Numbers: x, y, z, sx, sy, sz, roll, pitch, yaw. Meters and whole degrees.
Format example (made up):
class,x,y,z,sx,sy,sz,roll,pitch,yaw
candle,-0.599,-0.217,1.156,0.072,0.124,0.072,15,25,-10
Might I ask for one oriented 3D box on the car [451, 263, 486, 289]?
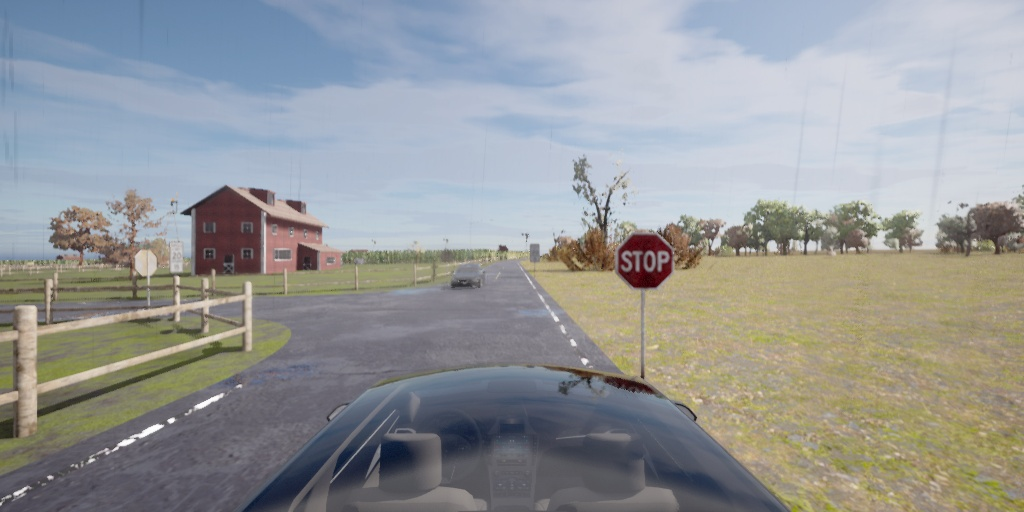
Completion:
class,x,y,z,sx,sy,sz,roll,pitch,yaw
car,-2.736,1.272,23.133,1.837,1.490,4.892,0,1,0
